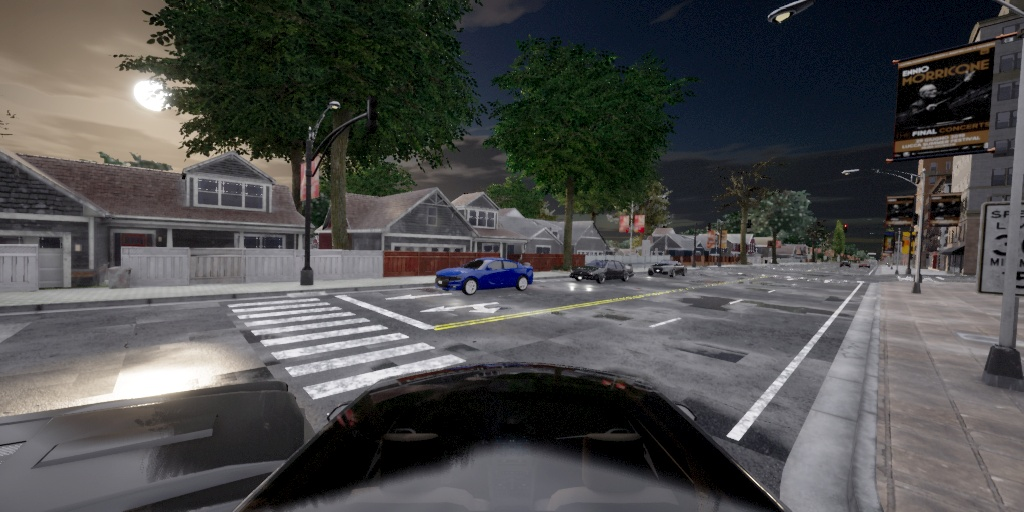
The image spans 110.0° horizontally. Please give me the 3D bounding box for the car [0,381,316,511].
[{"bbox_3d":[-3.309,1.292,1.257,4.718,1.301,1.895,1,2,-34],"label":"car"}]

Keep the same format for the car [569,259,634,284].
[{"bbox_3d":[6.008,0.943,23.381,5.357,1.411,2.033,0,2,-44],"label":"car"}]

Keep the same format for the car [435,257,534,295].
[{"bbox_3d":[-1.145,0.821,16.447,5.008,1.535,1.882,0,2,-44],"label":"car"}]

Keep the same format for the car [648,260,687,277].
[{"bbox_3d":[13.192,1.015,30.317,4.181,1.385,1.994,0,2,-44],"label":"car"}]
